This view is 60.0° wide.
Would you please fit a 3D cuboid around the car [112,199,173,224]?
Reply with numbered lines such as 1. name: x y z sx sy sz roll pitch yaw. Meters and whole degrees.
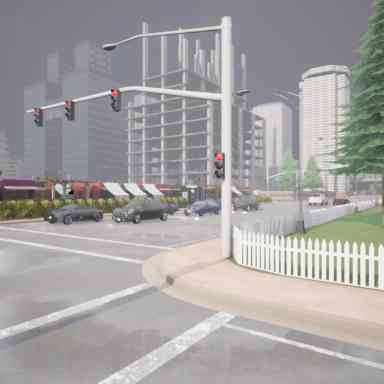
1. car: -3.874 1.352 25.127 2.097 1.767 4.553 0 0 34

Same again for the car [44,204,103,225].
1. car: -8.588 1.564 24.410 1.994 1.385 4.181 0 0 34

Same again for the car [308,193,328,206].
1. car: 21.051 1.222 55.344 2.150 2.045 5.566 0 0 34

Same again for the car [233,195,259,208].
1. car: 7.945 1.352 48.751 2.097 1.767 4.553 0 0 35

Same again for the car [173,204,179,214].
1. car: -3.405 1.547 32.064 2.033 1.411 5.357 0 0 34

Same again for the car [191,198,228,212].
1. car: 2.242 1.547 40.399 2.033 1.411 5.357 0 0 34

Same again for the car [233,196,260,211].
1. car: 6.715 1.505 40.747 1.837 1.490 4.892 0 0 34

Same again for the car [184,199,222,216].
1. car: 1.078 1.526 32.421 1.812 1.442 4.674 0 0 34

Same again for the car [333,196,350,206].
1. car: 24.122 1.478 53.636 1.882 1.535 5.008 0 0 34
